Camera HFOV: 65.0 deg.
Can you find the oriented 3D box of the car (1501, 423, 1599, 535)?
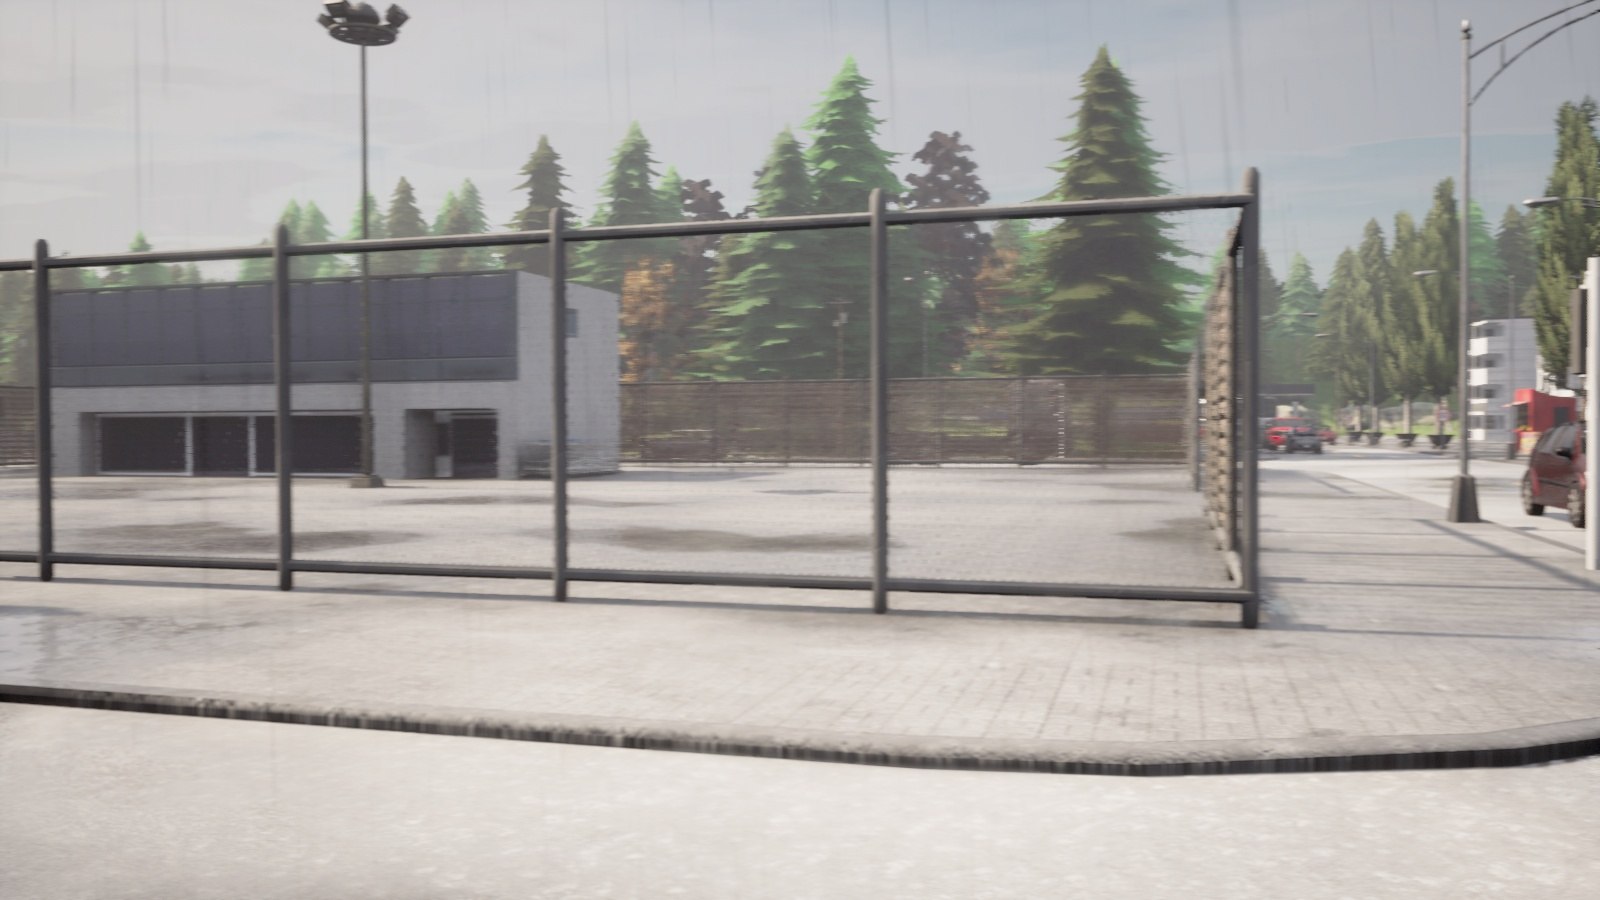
[{"bbox_3d":[12.621,0.388,19.853,1.851,1.617,3.988,0,1,17],"label":"car"}]

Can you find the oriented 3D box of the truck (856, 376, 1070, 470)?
[{"bbox_3d":[6.392,-1.054,49.062,7.936,3.462,2.891,0,1,16],"label":"truck"}]

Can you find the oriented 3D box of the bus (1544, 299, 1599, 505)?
[{"bbox_3d":[18.060,-0.951,24.114,3.944,4.253,10.273,0,1,16],"label":"bus"}]

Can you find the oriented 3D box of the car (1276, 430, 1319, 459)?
[{"bbox_3d":[26.463,-0.334,66.864,1.845,1.501,3.633,0,1,17],"label":"car"}]

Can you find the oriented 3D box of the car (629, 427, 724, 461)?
[{"bbox_3d":[-5.557,-0.285,56.777,3.806,1.475,1.970,0,1,17],"label":"car"}]

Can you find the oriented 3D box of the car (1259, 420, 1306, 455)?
[{"bbox_3d":[29.047,-0.786,75.684,2.150,2.045,5.566,0,1,16],"label":"car"}]
